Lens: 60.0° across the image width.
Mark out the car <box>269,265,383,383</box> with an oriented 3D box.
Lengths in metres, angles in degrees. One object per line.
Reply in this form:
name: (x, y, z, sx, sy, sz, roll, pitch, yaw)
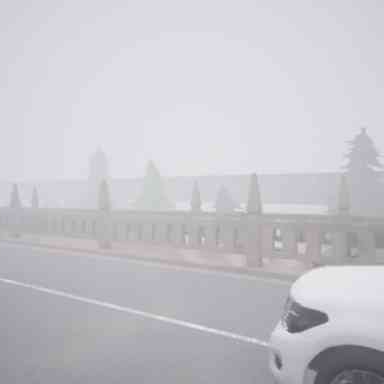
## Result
car: (3.501, 1.247, 2.711, 5.566, 2.045, 2.150, -1, -1, 33)
